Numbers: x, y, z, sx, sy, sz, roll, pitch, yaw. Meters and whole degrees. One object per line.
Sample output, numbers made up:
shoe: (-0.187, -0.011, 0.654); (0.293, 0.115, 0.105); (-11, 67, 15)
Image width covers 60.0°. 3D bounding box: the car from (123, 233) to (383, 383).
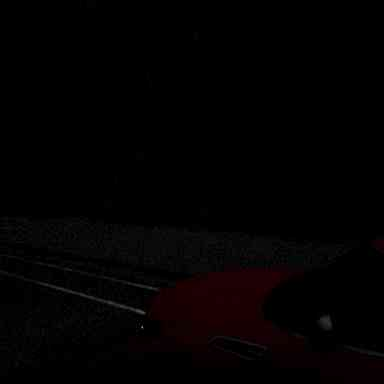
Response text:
car: (2.026, 1.221, 2.240); (5.566, 2.045, 2.150); (0, 0, 36)
